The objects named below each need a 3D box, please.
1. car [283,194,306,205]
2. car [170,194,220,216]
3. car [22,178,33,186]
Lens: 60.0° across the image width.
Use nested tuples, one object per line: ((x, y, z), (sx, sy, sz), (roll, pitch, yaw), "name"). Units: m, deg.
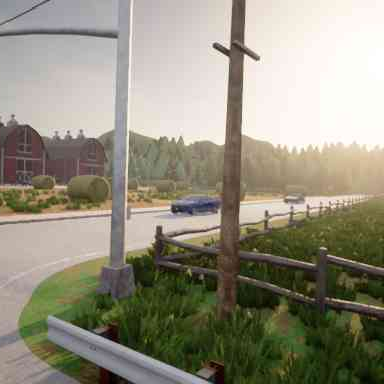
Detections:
((14.504, 0.956, 46.839), (2.033, 1.411, 5.357), (3, 2, 34), "car")
((0.320, 0.926, 25.432), (1.882, 1.535, 5.008), (3, 2, 33), "car")
((-39.005, -2.376, 79.383), (1.905, 1.878, 3.866), (8, 2, -13), "car")
